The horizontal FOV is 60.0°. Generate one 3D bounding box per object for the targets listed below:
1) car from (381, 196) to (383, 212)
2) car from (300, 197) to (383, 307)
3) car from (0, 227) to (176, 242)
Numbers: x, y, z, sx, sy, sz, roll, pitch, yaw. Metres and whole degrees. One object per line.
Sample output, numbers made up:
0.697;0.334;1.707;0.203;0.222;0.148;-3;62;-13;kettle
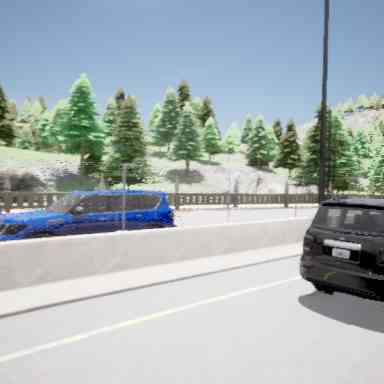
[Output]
20.908;1.236;32.244;4.892;1.490;1.837;1;1;-21;car
4.705;1.152;7.279;5.566;2.045;2.150;0;1;-36;car
-3.090;0.931;10.348;5.566;2.045;2.150;0;1;-38;car
